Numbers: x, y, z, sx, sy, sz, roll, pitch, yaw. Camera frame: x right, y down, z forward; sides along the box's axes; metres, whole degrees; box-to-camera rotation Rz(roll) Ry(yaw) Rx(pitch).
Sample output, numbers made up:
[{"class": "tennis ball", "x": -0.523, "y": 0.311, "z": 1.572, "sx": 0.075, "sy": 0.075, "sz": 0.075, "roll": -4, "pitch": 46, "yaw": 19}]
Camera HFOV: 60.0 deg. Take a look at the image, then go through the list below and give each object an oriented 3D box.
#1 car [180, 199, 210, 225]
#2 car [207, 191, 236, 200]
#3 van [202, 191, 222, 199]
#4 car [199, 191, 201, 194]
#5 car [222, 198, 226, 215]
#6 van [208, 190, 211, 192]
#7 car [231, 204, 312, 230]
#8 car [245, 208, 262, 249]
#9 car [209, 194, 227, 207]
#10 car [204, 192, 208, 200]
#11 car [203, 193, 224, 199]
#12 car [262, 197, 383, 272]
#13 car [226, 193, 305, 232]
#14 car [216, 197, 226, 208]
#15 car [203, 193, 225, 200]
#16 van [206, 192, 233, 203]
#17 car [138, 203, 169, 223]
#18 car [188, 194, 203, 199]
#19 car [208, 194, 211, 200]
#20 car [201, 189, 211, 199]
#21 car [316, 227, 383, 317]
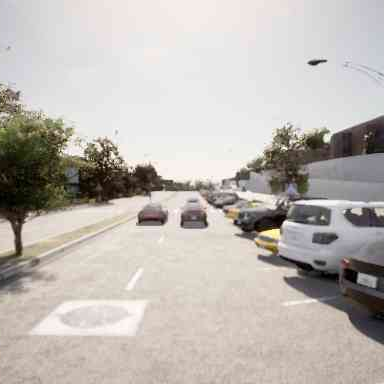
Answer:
[{"class": "car", "x": 0.127, "y": 1.517, "z": 23.995, "sx": 1.812, "sy": 1.442, "sz": 4.674, "roll": 0, "pitch": 0, "yaw": 0}, {"class": "car", "x": 5.097, "y": 1.169, "z": 48.323, "sx": 4.553, "sy": 1.767, "sz": 2.185, "roll": 1, "pitch": 0, "yaw": -20}, {"class": "van", "x": 5.059, "y": 0.666, "z": 84.087, "sx": 4.442, "sy": 1.987, "sz": 1.878, "roll": 0, "pitch": 2, "yaw": -20}, {"class": "car", "x": 4.982, "y": 1.036, "z": 75.119, "sx": 5.366, "sy": 1.575, "sz": 1.946, "roll": 1, "pitch": 1, "yaw": -20}, {"class": "car", "x": 5.270, "y": 1.478, "z": 24.404, "sx": 5.366, "sy": 1.575, "sz": 1.946, "roll": 1, "pitch": 0, "yaw": -20}, {"class": "van", "x": 5.239, "y": 1.047, "z": 51.357, "sx": 4.442, "sy": 1.987, "sz": 1.878, "roll": 1, "pitch": 0, "yaw": -20}, {"class": "car", "x": 5.099, "y": 1.536, "z": 21.332, "sx": 4.674, "sy": 1.452, "sz": 2.002, "roll": 1, "pitch": 1, "yaw": -20}, {"class": "car", "x": 4.912, "y": 1.519, "z": 12.258, "sx": 5.366, "sy": 1.575, "sz": 1.946, "roll": 1, "pitch": 0, "yaw": -20}, {"class": "car", "x": 5.092, "y": 1.371, "z": 42.334, "sx": 4.792, "sy": 1.488, "sz": 2.163, "roll": 1, "pitch": 1, "yaw": -20}, {"class": "car", "x": 5.125, "y": 1.249, "z": 54.299, "sx": 4.892, "sy": 1.521, "sz": 2.231, "roll": 1, "pitch": 0, "yaw": -20}, {"class": "car", "x": 5.156, "y": 0.985, "z": 81.160, "sx": 4.674, "sy": 1.452, "sz": 2.002, "roll": 0, "pitch": 1, "yaw": -20}, {"class": "car", "x": 5.109, "y": 1.272, "z": 9.330, "sx": 5.566, "sy": 2.045, "sz": 2.435, "roll": 1, "pitch": 0, "yaw": -20}, {"class": "car", "x": 5.068, "y": 1.262, "z": 18.311, "sx": 5.566, "sy": 2.045, "sz": 2.435, "roll": 1, "pitch": 1, "yaw": -20}, {"class": "car", "x": 5.079, "y": 1.464, "z": 30.328, "sx": 4.792, "sy": 1.488, "sz": 2.163, "roll": 1, "pitch": 1, "yaw": -20}, {"class": "car", "x": 5.184, "y": 1.027, "z": 78.188, "sx": 4.792, "sy": 1.488, "sz": 2.163, "roll": 0, "pitch": 1, "yaw": -20}, {"class": "van", "x": 5.033, "y": 0.975, "z": 60.219, "sx": 4.442, "sy": 1.987, "sz": 1.878, "roll": 1, "pitch": 1, "yaw": -20}, {"class": "car", "x": -2.872, "y": 1.522, "z": 25.166, "sx": 1.994, "sy": 1.385, "sz": 4.181, "roll": 0, "pitch": 1, "yaw": 0}, {"class": "car", "x": 0.147, "y": 1.383, "z": 41.577, "sx": 1.812, "sy": 1.442, "sz": 4.674, "roll": 0, "pitch": 0, "yaw": 0}, {"class": "car", "x": 5.117, "y": 1.358, "z": 45.352, "sx": 4.674, "sy": 1.452, "sz": 2.002, "roll": 1, "pitch": 0, "yaw": -20}, {"class": "car", "x": 5.113, "y": 0.973, "z": 57.265, "sx": 5.566, "sy": 2.045, "sz": 2.435, "roll": 1, "pitch": 1, "yaw": -20}, {"class": "car", "x": 5.103, "y": 1.546, "z": 6.331, "sx": 4.792, "sy": 1.488, "sz": 2.163, "roll": 1, "pitch": 0, "yaw": -20}]
